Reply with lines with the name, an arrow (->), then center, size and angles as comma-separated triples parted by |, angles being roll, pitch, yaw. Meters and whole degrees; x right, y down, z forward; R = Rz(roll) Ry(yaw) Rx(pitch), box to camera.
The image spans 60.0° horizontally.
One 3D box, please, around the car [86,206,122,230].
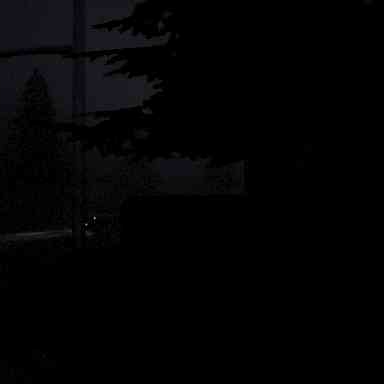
car -> -4.935, 1.586, 21.338 | 1.895, 1.301, 4.718 | 0, 0, 36
